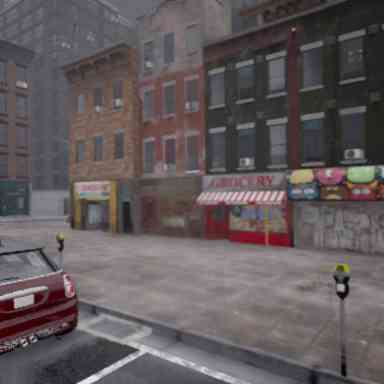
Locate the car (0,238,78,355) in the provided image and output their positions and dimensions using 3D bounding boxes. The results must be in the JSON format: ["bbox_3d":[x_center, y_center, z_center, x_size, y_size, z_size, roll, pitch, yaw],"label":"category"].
[{"bbox_3d":[-3.796,1.485,5.531,4.097,1.590,1.967,-1,-1,36],"label":"car"}]
